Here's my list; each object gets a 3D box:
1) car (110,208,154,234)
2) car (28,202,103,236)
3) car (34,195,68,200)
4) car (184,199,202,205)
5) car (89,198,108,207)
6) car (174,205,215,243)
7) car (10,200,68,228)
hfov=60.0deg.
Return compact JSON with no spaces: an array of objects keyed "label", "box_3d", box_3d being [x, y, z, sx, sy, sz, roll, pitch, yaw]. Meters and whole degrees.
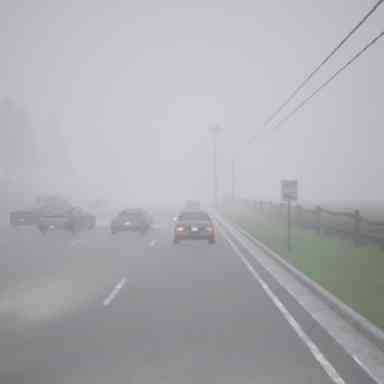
[{"label":"car","box_3d":[-3.397,1.615,19.461,1.994,1.385,4.181,0,0,0]},{"label":"car","box_3d":[-6.893,1.542,18.790,2.128,1.511,4.902,0,0,0]},{"label":"car","box_3d":[-13.988,1.311,33.510,2.150,2.045,5.566,0,0,0]},{"label":"car","box_3d":[0.110,1.612,41.044,1.837,1.490,4.892,0,0,0]},{"label":"car","box_3d":[-13.935,1.608,49.759,1.882,1.535,5.008,0,0,0]},{"label":"car","box_3d":[0.103,1.590,16.192,2.033,1.411,5.357,0,0,0]},{"label":"car","box_3d":[-10.393,1.538,22.735,1.882,1.535,5.008,0,0,0]}]
